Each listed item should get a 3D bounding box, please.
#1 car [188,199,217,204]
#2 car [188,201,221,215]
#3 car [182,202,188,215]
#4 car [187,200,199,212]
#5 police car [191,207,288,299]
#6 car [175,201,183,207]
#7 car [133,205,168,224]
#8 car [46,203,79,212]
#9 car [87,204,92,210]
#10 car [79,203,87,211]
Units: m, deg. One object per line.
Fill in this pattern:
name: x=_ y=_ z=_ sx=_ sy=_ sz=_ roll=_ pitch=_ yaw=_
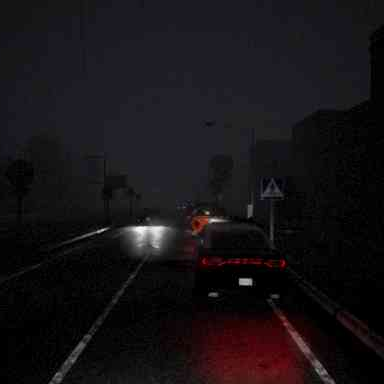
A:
car: x=1.009 y=1.579 z=24.691 sx=2.150 sy=2.045 sz=5.566 roll=0 pitch=-1 yaw=0
car: x=0.995 y=1.561 z=18.626 sx=2.097 sy=1.767 sz=4.553 roll=0 pitch=-1 yaw=0
car: x=0.112 y=2.374 z=46.176 sx=2.128 sy=1.511 sz=4.902 roll=0 pitch=-1 yaw=0
car: x=0.150 y=2.444 z=60.246 sx=2.150 sy=2.045 sz=5.566 roll=0 pitch=-1 yaw=0
police car: x=1.002 y=1.453 z=8.743 sx=1.930 sy=1.638 sz=5.238 roll=1 pitch=0 yaw=0
car: x=-2.990 y=3.557 z=92.764 sx=2.033 sy=1.411 sz=5.357 roll=0 pitch=-1 yaw=0
car: x=-3.310 y=1.948 z=27.153 sx=1.994 sy=1.385 sz=4.181 roll=-1 pitch=-3 yaw=1
car: x=-21.822 y=2.589 z=55.258 sx=4.674 sy=1.452 sz=2.002 roll=0 pitch=-1 yaw=0
car: x=-21.804 y=2.709 z=61.806 sx=5.008 sy=1.535 sz=2.097 roll=0 pitch=-1 yaw=0
car: x=-21.806 y=2.630 z=58.534 sx=4.892 sy=1.521 sz=2.231 roll=0 pitch=-1 yaw=0
